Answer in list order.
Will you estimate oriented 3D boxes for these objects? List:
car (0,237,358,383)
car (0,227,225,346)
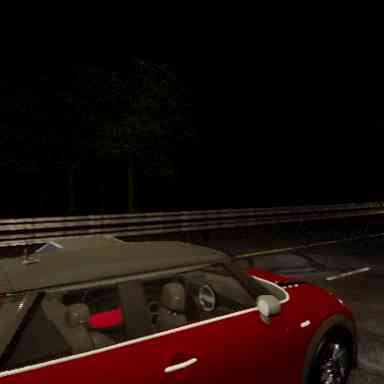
[{"bbox_3d":[-0.217,1.347,3.587,4.553,1.767,2.097,0,0,-35],"label":"car"},{"bbox_3d":[-1.731,1.593,6.806,4.718,1.301,1.895,0,0,-35],"label":"car"}]
